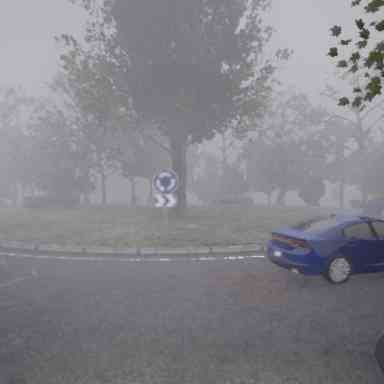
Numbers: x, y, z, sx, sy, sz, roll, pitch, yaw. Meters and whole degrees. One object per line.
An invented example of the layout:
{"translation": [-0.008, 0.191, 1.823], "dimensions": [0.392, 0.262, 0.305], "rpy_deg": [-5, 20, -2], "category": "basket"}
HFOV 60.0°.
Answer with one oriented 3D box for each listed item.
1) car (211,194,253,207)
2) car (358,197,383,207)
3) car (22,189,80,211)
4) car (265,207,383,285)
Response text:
{"translation": [4.607, 0.922, 38.673], "dimensions": [4.902, 1.511, 2.128], "rpy_deg": [1, 1, 25], "category": "car"}
{"translation": [14.565, 1.105, 25.200], "dimensions": [1.882, 1.535, 5.008], "rpy_deg": [0, 0, -2], "category": "car"}
{"translation": [-14.191, 0.721, 33.833], "dimensions": [2.150, 2.045, 5.566], "rpy_deg": [0, 1, 39], "category": "car"}
{"translation": [4.425, 1.344, 8.896], "dimensions": [5.008, 1.535, 1.882], "rpy_deg": [0, 2, -18], "category": "car"}
